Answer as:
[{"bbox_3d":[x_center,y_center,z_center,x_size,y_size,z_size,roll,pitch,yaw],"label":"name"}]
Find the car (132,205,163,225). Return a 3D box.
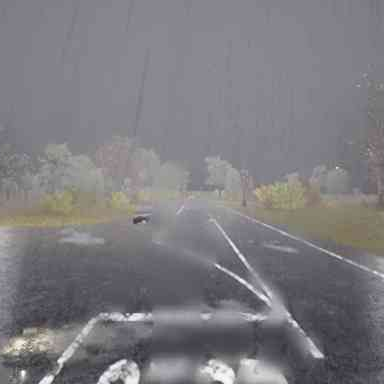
[{"bbox_3d":[-3.372,1.726,26.162,2.033,1.411,5.357,0,0,0],"label":"car"}]
